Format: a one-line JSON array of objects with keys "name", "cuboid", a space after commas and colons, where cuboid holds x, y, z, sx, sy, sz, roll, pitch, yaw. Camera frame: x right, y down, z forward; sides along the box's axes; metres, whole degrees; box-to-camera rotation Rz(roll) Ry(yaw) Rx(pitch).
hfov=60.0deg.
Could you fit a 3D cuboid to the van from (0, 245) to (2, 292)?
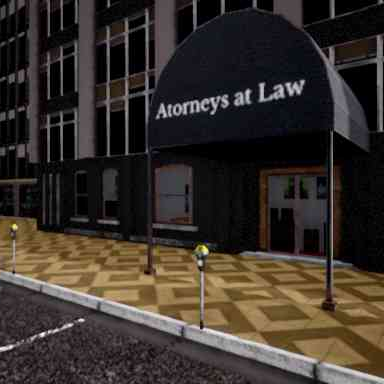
[{"name": "van", "cuboid": [-5.576, 1.335, 6.853, 3.998, 1.788, 1.690, 0, 0, 36]}]
